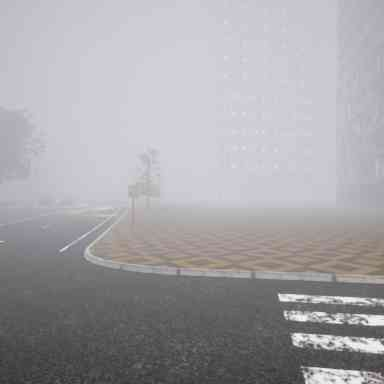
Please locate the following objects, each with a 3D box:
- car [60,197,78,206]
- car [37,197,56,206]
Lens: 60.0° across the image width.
[{"bbox_3d":[-18.987,1.447,51.555,1.994,1.385,4.181,0,0,-10],"label":"car"},{"bbox_3d":[-22.187,1.421,50.983,1.994,1.385,4.181,0,0,-10],"label":"car"}]
